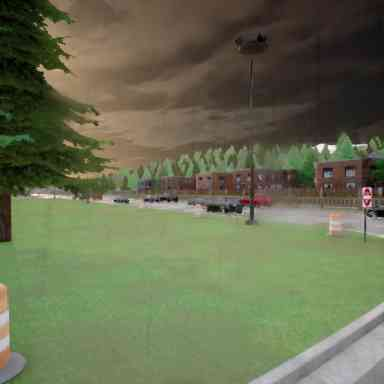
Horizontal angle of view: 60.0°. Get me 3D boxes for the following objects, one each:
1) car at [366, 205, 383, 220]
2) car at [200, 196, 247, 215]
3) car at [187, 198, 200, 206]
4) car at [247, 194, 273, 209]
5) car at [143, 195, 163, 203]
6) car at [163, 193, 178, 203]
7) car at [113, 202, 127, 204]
[{"bbox_3d":[16.015,1.492,25.936,2.128,1.511,4.902,0,0,-30],"label":"car"},{"bbox_3d":[3.132,1.352,34.483,2.097,1.767,4.553,0,0,-30],"label":"car"},{"bbox_3d":[0.818,1.563,52.784,1.994,1.385,4.181,0,0,-30],"label":"car"},{"bbox_3d":[8.717,1.221,45.934,2.150,2.045,5.566,0,0,-30],"label":"car"},{"bbox_3d":[-8.520,1.353,69.278,2.097,1.767,4.553,0,0,-30],"label":"car"},{"bbox_3d":[-4.858,1.221,69.918,2.150,2.045,5.566,0,0,-30],"label":"car"},{"bbox_3d":[-13.946,1.601,64.657,1.895,1.301,4.718,0,0,-30],"label":"car"}]
